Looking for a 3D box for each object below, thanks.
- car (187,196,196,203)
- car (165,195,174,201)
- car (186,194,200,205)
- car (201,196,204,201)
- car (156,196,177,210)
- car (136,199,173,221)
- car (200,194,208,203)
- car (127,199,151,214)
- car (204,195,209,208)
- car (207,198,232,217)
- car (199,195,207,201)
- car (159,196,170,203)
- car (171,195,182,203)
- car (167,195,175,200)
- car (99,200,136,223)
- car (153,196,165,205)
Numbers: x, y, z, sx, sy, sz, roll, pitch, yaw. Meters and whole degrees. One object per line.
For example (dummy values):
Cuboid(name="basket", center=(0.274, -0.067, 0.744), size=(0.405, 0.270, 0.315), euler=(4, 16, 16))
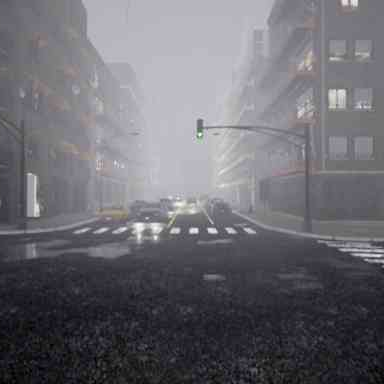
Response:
Cuboid(name="car", center=(-0.081, 1.478, 67.148), size=(1.812, 1.442, 4.674), euler=(0, 0, 0))
Cuboid(name="car", center=(-5.786, 1.469, 85.953), size=(1.752, 1.417, 4.829), euler=(1, 0, 0))
Cuboid(name="car", center=(-0.067, 1.506, 56.726), size=(2.033, 1.411, 5.357), euler=(0, 0, 0))
Cuboid(name="car", center=(2.640, 1.546, 47.455), size=(1.802, 1.307, 4.206), euler=(1, 0, 0))
Cuboid(name="car", center=(-3.135, 1.496, 39.139), size=(1.812, 1.442, 4.674), euler=(0, 0, 0))
Cuboid(name="car", center=(-3.101, 1.526, 26.887), size=(2.033, 1.411, 5.357), euler=(0, 0, 4))
Cuboid(name="car", center=(2.616, 1.266, 69.550), size=(2.192, 1.841, 5.009), euler=(1, 0, 0))
Cuboid(name="car", center=(-5.727, 1.516, 36.412), size=(1.887, 1.381, 4.507), euler=(1, 0, 0))
Cuboid(name="car", center=(2.654, 1.412, 36.409), size=(1.967, 1.590, 4.097), euler=(1, 0, 0))
Cuboid(name="car", center=(2.660, 1.520, 30.885), size=(1.887, 1.381, 4.507), euler=(1, 0, 0))
Cuboid(name="car", center=(2.601, 1.511, 80.596), size=(1.947, 1.339, 4.313), euler=(1, 0, 0))
Cuboid(name="car", center=(-5.767, 1.496, 69.553), size=(1.887, 1.381, 4.507), euler=(1, 0, 0))
Cuboid(name="car", center=(-3.072, 1.500, 66.340), size=(2.033, 1.411, 5.357), euler=(0, 0, -3))
Cuboid(name="car", center=(-5.793, 1.492, 91.646), size=(2.008, 1.369, 4.403), euler=(1, 0, 0))
Cuboid(name="car", center=(-5.713, 1.505, 25.196), size=(1.752, 1.417, 4.829), euler=(1, 0, 0))
Cuboid(name="car", center=(-5.754, 1.483, 58.337), size=(1.752, 1.417, 4.829), euler=(1, 0, 0))
